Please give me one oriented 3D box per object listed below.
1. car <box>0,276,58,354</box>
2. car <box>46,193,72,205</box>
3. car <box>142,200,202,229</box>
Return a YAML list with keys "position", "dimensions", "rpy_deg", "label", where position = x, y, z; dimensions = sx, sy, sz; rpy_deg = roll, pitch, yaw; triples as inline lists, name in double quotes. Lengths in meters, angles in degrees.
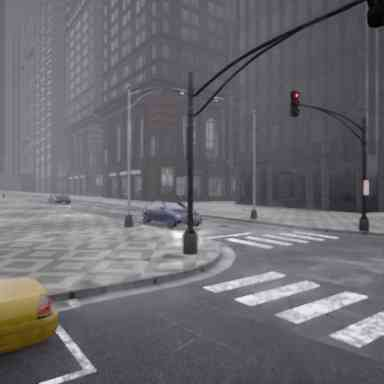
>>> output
- position: [-4.130, 1.525, 3.698]
  dimensions: [4.829, 1.417, 1.752]
  rpy_deg: [0, 0, -36]
  label: "car"
- position: [-16.226, 0.795, 40.329]
  dimensions: [2.033, 1.411, 5.357]
  rpy_deg: [0, 1, -36]
  label: "car"
- position: [-1.324, 1.232, 19.718]
  dimensions: [1.812, 1.442, 4.674]
  rpy_deg: [0, 1, -36]
  label: "car"
